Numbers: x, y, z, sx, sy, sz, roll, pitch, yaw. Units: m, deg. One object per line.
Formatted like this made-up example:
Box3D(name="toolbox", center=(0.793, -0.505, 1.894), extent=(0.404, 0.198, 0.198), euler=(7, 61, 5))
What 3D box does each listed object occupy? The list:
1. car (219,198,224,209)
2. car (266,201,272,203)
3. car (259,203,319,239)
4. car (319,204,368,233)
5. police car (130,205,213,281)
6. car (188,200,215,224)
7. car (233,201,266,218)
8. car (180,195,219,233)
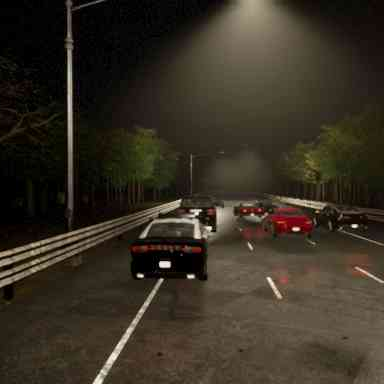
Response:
Box3D(name="car", center=(3.529, 1.532, 46.318), extent=(2.033, 1.411, 5.357), euler=(0, 0, 5))
Box3D(name="car", center=(6.804, 1.564, 31.515), extent=(1.994, 1.385, 4.181), euler=(1, 0, -6))
Box3D(name="car", center=(4.884, 1.520, 17.384), extent=(1.812, 1.442, 4.674), euler=(0, 0, 4))
Box3D(name="car", center=(8.553, 1.497, 19.533), extent=(1.837, 1.490, 4.892), euler=(0, 0, 4))
Box3D(name="police car", center=(-0.438, 1.422, 10.039), extent=(1.930, 1.638, 5.238), euler=(0, 0, 4))
Box3D(name="car", center=(0.856, 1.470, 25.870), extent=(1.882, 1.535, 5.008), euler=(0, 0, 4))
Box3D(name="car", center=(4.961, 1.584, 30.028), extent=(1.895, 1.301, 4.718), euler=(-3, 0, -1))
Box3D(name="car", center=(0.402, 1.217, 19.916), extent=(2.150, 2.045, 5.566), euler=(0, 0, 4))
